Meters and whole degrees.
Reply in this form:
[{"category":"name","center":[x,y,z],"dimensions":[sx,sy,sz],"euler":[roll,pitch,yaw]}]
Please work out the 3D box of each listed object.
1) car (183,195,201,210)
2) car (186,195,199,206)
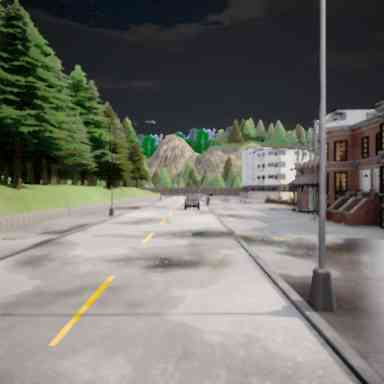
[{"category":"car","center":[0.007,1.251,38.654],"dimensions":[2.128,1.511,4.902],"euler":[0,0,0]},{"category":"car","center":[0.008,1.200,49.091],"dimensions":[1.837,1.490,4.892],"euler":[0,0,0]}]
